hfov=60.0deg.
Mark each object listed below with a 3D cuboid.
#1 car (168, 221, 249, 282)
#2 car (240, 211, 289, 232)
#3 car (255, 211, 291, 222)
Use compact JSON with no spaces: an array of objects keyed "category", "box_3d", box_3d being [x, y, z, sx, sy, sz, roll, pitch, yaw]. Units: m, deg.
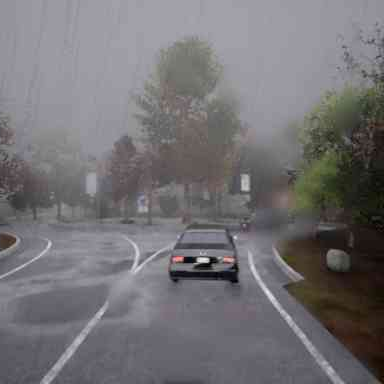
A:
[{"category":"car","box_3d":[0.443,1.716,10.247,2.033,1.411,5.357,0,-2,4]},{"category":"car","box_3d":[6.108,2.474,27.872,4.892,1.490,1.837,2,-2,-36]},{"category":"car","box_3d":[11.784,3.547,48.760,2.033,1.411,5.357,2,-3,-28]}]
